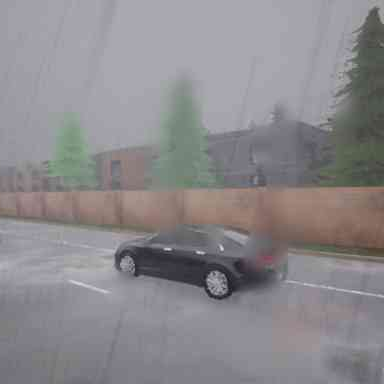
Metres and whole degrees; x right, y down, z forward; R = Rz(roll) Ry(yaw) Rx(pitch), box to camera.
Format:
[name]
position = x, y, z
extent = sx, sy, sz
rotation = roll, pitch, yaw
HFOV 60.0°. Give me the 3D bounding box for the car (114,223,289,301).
[car]
position = 0.001, 1.578, 8.619
extent = 4.892, 1.490, 1.837
rotation = -1, 0, 39
